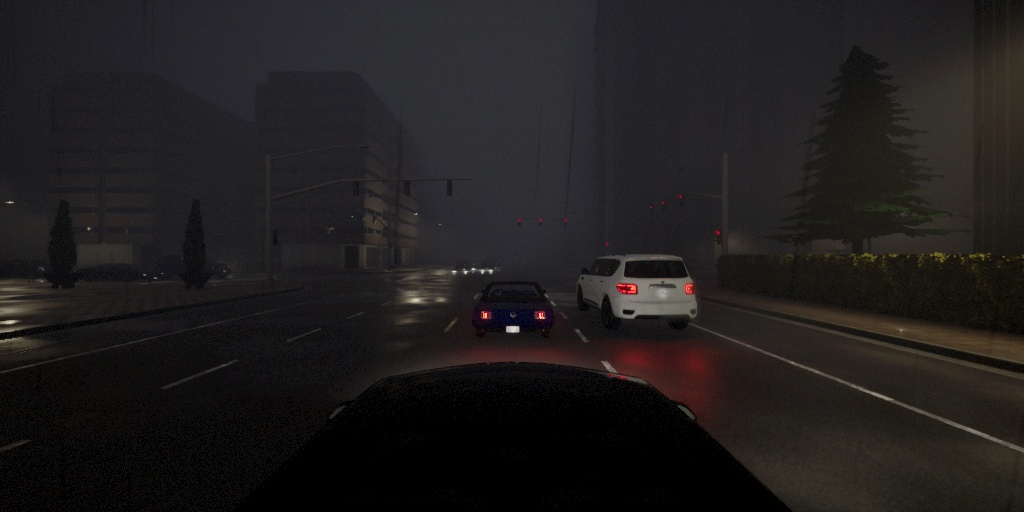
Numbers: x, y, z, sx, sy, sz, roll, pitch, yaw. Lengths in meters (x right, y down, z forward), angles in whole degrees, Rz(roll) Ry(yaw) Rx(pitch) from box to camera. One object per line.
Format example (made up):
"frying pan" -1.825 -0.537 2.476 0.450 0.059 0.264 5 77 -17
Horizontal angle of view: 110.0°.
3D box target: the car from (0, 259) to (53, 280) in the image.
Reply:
"car" -41.576 1.102 31.028 4.553 1.767 2.097 0 0 1

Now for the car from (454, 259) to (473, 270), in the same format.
"car" -7.163 1.227 51.739 1.882 1.535 5.008 0 0 0

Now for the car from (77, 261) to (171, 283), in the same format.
"car" -29.914 1.297 27.421 5.357 1.411 2.033 0 0 0

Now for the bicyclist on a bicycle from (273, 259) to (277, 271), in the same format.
"bicyclist on a bicycle" -28.701 1.050 42.895 0.582 1.620 1.656 0 0 0

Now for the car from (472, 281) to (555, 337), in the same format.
"car" 0.043 1.351 10.233 1.895 1.301 4.718 0 0 0

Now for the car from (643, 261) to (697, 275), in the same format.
"car" 16.614 1.254 37.850 4.892 1.490 1.837 0 0 3

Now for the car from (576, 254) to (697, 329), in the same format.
"car" 3.573 0.971 11.362 2.150 2.045 5.566 0 0 -2

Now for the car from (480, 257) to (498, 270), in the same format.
"car" -3.659 1.314 53.982 1.994 1.385 4.181 0 0 0

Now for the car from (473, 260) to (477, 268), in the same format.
"car" -7.169 1.350 61.361 1.895 1.301 4.718 0 0 0

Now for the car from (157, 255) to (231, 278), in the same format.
"car" -27.505 0.972 30.902 5.566 2.045 2.150 0 0 0
